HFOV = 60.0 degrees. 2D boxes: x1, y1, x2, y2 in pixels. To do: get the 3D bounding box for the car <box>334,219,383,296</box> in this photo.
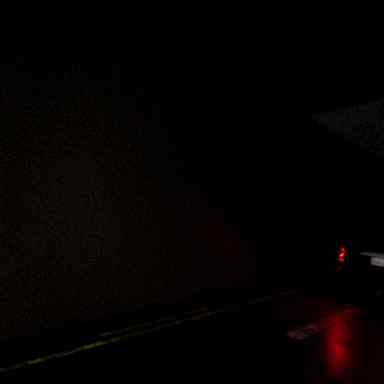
[{"bbox_3d":[5.287,1.351,7.552,4.553,1.767,2.097,0,0,-35],"label":"car"}]
